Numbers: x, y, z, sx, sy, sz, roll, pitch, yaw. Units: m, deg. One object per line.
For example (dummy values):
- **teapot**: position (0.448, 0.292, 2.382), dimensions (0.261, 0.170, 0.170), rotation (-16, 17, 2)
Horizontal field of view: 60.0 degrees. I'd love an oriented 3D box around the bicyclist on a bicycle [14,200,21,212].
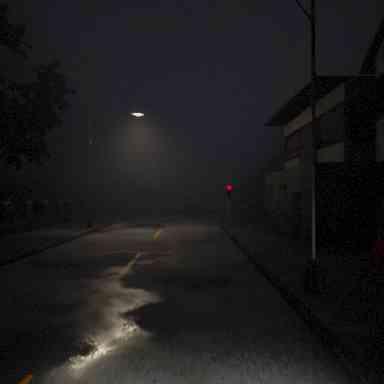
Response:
- **bicyclist on a bicycle**: position (-22.181, 1.807, 42.221), dimensions (0.582, 1.620, 1.656), rotation (0, 0, 0)
